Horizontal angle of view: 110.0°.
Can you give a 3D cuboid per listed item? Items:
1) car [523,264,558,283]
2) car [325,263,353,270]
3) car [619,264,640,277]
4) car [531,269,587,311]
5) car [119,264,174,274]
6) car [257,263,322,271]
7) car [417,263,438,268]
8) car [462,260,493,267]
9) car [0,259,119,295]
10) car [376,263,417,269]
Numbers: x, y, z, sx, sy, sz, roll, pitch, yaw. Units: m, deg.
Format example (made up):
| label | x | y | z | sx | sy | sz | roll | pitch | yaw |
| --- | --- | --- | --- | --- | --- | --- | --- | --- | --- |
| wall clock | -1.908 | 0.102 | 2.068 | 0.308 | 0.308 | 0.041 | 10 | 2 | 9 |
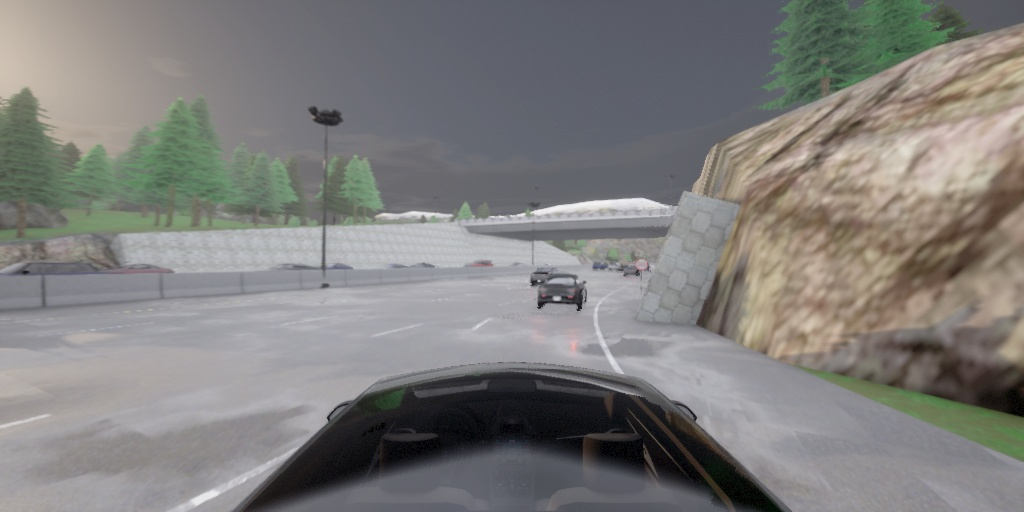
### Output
| label | x | y | z | sx | sy | sz | roll | pitch | yaw |
| --- | --- | --- | --- | --- | --- | --- | --- | --- | --- |
| car | 2.938 | 1.630 | 27.811 | 2.128 | 1.511 | 4.902 | 0 | -1 | 24 |
| car | -21.244 | 1.547 | 42.800 | 1.812 | 1.442 | 4.674 | 0 | -1 | 24 |
| car | 16.845 | 2.115 | 50.391 | 2.128 | 1.511 | 4.902 | 0 | -1 | 24 |
| car | 2.304 | 1.497 | 15.968 | 1.812 | 1.442 | 4.674 | 0 | -1 | 15 |
| car | -28.992 | 1.281 | 27.711 | 1.994 | 1.385 | 4.181 | 0 | -1 | 33 |
| car | -19.065 | 1.377 | 30.523 | 2.128 | 1.511 | 4.902 | 0 | -1 | 24 |
| car | -11.711 | 1.750 | 46.983 | 2.033 | 1.411 | 5.357 | 0 | -1 | 24 |
| car | -4.817 | 1.608 | 53.771 | 2.150 | 2.045 | 5.566 | 0 | -1 | 24 |
| car | -21.621 | 1.012 | 16.200 | 2.097 | 1.767 | 4.553 | 0 | -1 | 24 |
| car | -12.448 | 1.533 | 36.762 | 1.882 | 1.535 | 5.008 | 0 | -1 | 24 |
